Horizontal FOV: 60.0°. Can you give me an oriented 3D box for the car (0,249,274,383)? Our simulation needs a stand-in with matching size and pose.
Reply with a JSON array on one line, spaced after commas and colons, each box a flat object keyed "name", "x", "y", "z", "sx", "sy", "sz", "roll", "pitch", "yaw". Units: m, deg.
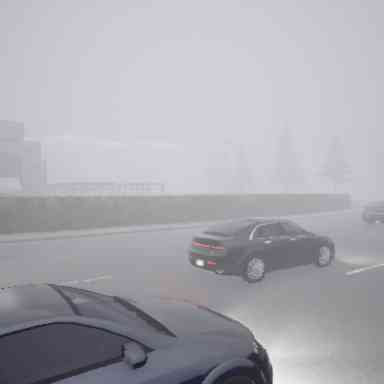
[{"name": "car", "x": -1.244, "y": 1.563, "z": 2.859, "sx": 4.181, "sy": 1.385, "sz": 1.994, "roll": 0, "pitch": 0, "yaw": -36}]

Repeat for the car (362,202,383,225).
[{"name": "car", "x": 13.251, "y": 1.529, "z": 21.808, "sx": 4.718, "sy": 1.301, "sz": 1.895, "roll": 0, "pitch": 0, "yaw": -36}]

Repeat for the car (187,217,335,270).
[{"name": "car", "x": 2.155, "y": 1.483, "z": 9.587, "sx": 4.892, "sy": 1.490, "sz": 1.837, "roll": 0, "pitch": 0, "yaw": -36}]
